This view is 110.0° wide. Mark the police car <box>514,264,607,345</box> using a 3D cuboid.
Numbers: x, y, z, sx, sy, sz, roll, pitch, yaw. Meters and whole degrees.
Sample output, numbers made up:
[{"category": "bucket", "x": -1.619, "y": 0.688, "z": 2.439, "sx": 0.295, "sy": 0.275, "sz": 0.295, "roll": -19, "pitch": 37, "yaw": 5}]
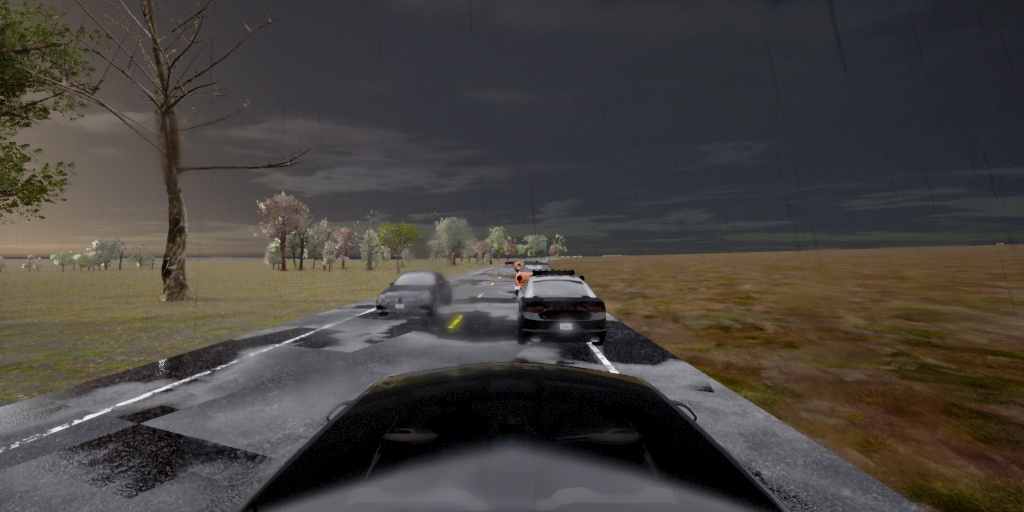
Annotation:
[{"category": "police car", "x": 1.088, "y": 1.175, "z": 9.609, "sx": 1.930, "sy": 1.638, "sz": 5.238, "roll": 0, "pitch": 0, "yaw": 1}]

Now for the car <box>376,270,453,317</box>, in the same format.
[{"category": "car", "x": -3.386, "y": 1.276, "z": 13.274, "sx": 1.812, "sy": 1.442, "sz": 4.674, "roll": 0, "pitch": 0, "yaw": 1}]

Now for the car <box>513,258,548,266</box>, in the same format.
[{"category": "car", "x": 1.244, "y": 1.101, "z": 19.434, "sx": 2.097, "sy": 1.767, "sz": 4.553, "roll": 0, "pitch": 0, "yaw": 1}]
